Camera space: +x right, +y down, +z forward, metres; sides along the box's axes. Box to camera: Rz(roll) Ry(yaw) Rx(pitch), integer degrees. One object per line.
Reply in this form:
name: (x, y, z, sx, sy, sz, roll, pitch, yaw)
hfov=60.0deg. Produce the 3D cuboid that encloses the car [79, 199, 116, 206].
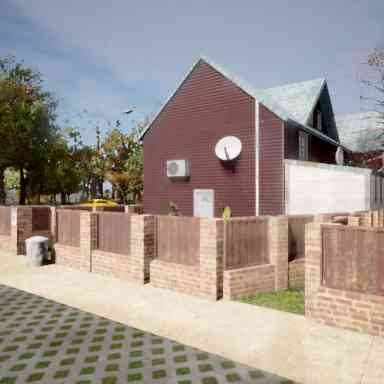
car: (-10.601, 1.572, 36.446, 1.882, 1.535, 5.008, 0, 0, 36)
